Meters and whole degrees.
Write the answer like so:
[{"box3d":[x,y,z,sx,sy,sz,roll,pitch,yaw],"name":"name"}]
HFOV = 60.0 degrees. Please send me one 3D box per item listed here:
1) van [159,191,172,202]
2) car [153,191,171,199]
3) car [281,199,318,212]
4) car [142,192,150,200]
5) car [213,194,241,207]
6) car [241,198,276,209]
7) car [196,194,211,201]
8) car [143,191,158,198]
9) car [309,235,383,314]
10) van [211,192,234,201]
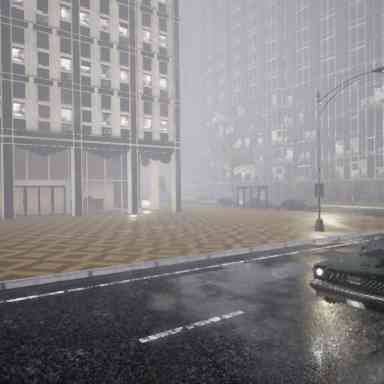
[{"box3d":[-4.360,0.942,59.356,1.690,1.788,3.998,0,1,-34],"name":"van"},{"box3d":[-7.103,0.622,78.154,2.192,1.841,5.009,0,1,-34],"name":"car"},{"box3d":[11.619,1.429,35.859,1.947,1.339,4.313,0,1,-34],"name":"car"},{"box3d":[-10.795,1.045,68.729,2.008,1.369,4.403,0,1,-34],"name":"car"},{"box3d":[5.247,1.324,45.274,1.947,1.339,4.313,0,1,-34],"name":"car"},{"box3d":[8.415,1.393,40.556,1.802,1.307,4.206,0,1,-34],"name":"car"},{"box3d":[2.549,1.050,64.101,1.802,1.307,4.206,0,1,-34],"name":"car"},{"box3d":[-10.321,0.693,82.841,1.967,1.590,4.097,0,1,-34],"name":"car"},{"box3d":[4.581,1.599,6.969,4.718,1.301,1.895,0,0,-36],"name":"car"},{"box3d":[5.765,0.862,59.413,1.690,1.788,3.998,0,1,-34],"name":"van"}]
